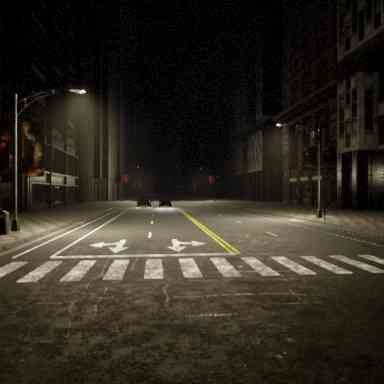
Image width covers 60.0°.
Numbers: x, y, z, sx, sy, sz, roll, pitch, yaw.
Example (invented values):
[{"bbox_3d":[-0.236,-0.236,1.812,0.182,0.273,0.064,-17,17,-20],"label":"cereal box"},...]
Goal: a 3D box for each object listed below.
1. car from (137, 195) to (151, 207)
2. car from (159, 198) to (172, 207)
[{"bbox_3d":[-7.429,1.375,51.623,2.097,1.767,4.553,0,0,-6],"label":"car"},{"bbox_3d":[-4.191,1.627,51.902,1.895,1.301,4.718,0,0,-6],"label":"car"}]
